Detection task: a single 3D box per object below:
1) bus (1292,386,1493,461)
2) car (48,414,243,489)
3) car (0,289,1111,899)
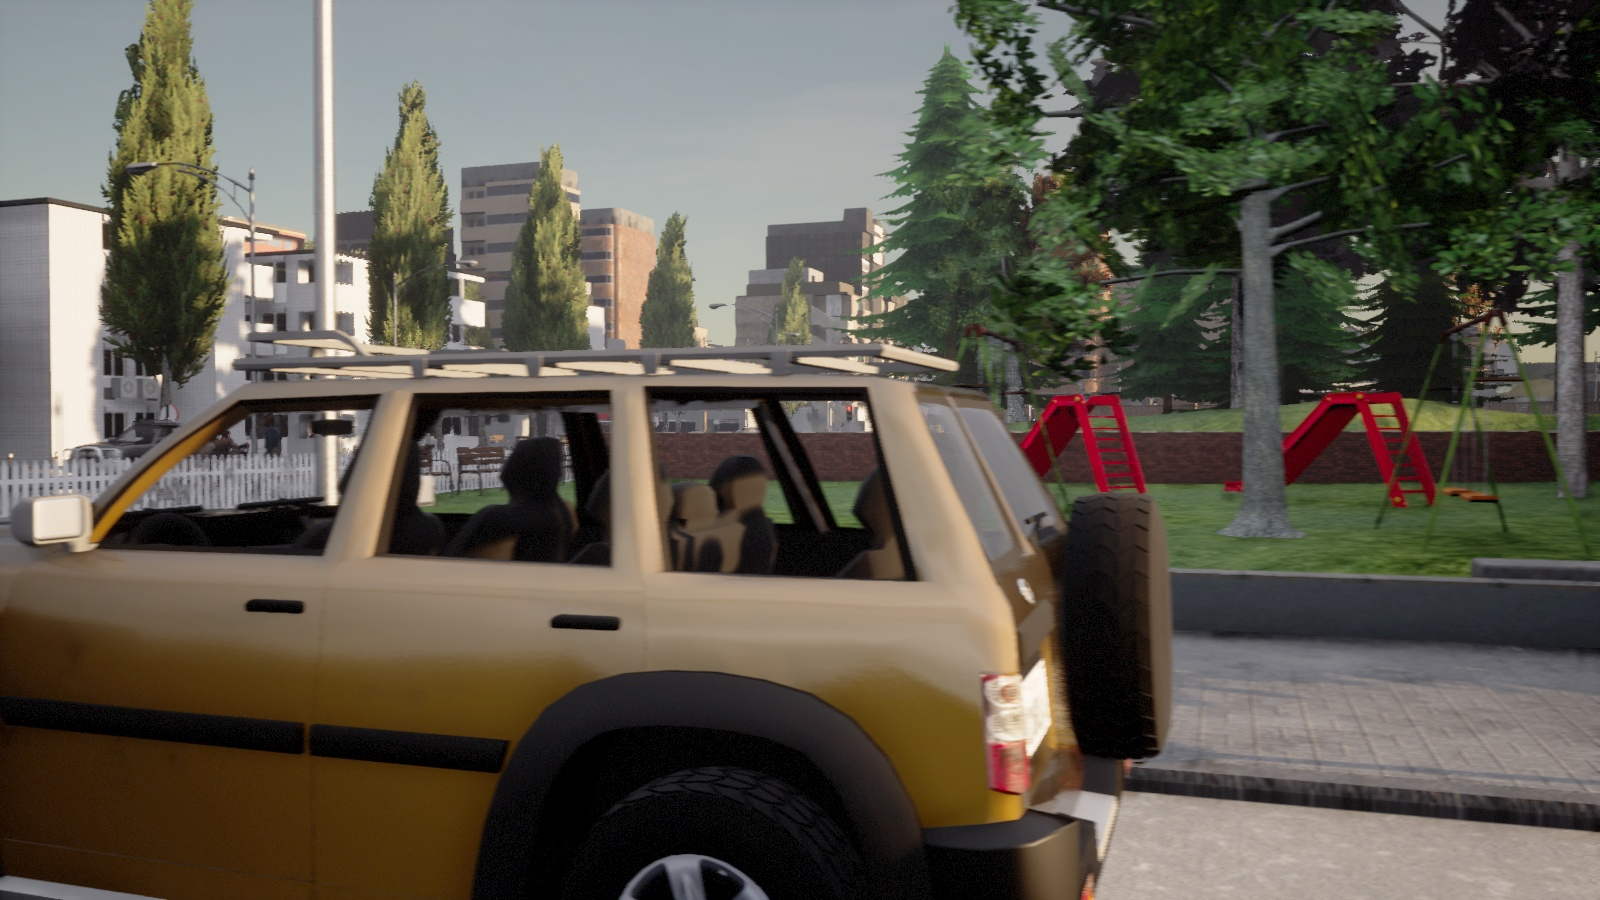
[{"bbox_3d":[34.852,-1.599,74.427,10.273,4.253,3.944,1,1,16],"label":"bus"},{"bbox_3d":[-17.510,-0.005,33.862,1.932,1.855,4.605,1,1,19],"label":"car"},{"bbox_3d":[-1.415,0.566,4.194,4.605,1.855,1.932,1,1,19],"label":"car"}]
